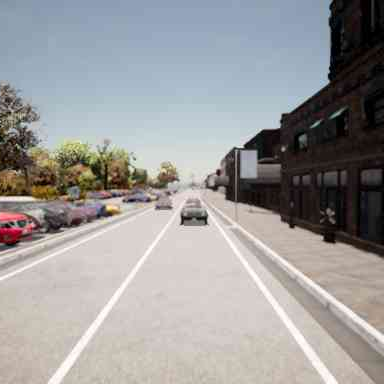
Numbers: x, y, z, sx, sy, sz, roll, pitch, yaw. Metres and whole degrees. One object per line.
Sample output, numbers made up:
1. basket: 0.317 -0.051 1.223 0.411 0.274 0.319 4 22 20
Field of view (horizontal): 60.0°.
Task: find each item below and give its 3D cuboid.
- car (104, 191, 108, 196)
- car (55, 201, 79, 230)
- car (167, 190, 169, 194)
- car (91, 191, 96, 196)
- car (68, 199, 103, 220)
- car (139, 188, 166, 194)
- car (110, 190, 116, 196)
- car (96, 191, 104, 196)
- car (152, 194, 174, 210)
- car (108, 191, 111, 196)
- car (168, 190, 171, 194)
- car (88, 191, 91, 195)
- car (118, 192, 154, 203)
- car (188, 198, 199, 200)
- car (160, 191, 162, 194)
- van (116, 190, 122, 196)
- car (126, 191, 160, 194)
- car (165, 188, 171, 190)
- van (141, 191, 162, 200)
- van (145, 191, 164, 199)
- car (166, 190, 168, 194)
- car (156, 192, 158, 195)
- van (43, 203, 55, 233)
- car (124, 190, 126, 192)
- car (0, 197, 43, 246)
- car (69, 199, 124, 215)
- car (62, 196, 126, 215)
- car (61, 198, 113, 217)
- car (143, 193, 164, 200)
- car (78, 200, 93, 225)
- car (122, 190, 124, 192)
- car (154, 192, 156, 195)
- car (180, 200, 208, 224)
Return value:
1. car: -21.686 1.048 72.643 4.792 1.488 2.163 0 0 0
2. car: -9.292 1.454 18.643 4.892 1.521 2.231 0 0 0
3. car: -9.017 0.904 86.855 4.674 1.452 2.002 0 1 0
4. car: -21.783 1.067 64.173 5.008 1.535 2.097 0 0 0
5. car: -9.270 1.471 24.210 4.674 1.452 2.002 0 0 0
6. car: -9.109 0.767 72.705 5.566 2.045 2.435 0 0 0
7. car: -21.639 0.735 78.288 5.566 2.045 2.435 0 0 0
8. car: -21.745 1.035 69.944 4.892 1.521 2.231 0 0 0
9. car: -3.256 1.353 39.342 1.812 1.442 4.674 0 0 0
10. car: -21.662 1.032 75.467 4.792 1.488 2.163 0 0 0
11. car: -8.990 0.798 89.679 5.008 1.535 2.097 0 1 0
12. car: -21.779 0.957 61.472 4.553 1.767 2.185 0 0 0
13. car: -9.308 1.145 55.752 4.792 1.488 2.163 0 0 0
14. car: 0.191 1.382 41.047 1.994 1.385 4.181 0 0 0
15. car: -9.179 1.050 67.056 5.008 1.535 2.097 0 0 0
16. van: -21.473 0.639 86.898 4.442 1.987 1.878 0 1 1
17. car: -9.393 1.063 64.231 5.366 1.575 1.946 0 0 0
18. car: -9.004 0.606 92.502 4.553 1.767 2.185 0 1 0
19. van: -9.230 0.776 75.531 4.442 1.987 1.878 0 0 0
20. van: -9.184 0.741 81.062 4.442 1.987 1.878 0 1 0
21. car: -9.046 0.965 84.022 4.674 1.452 2.002 0 1 0
22. car: -9.234 1.123 61.404 4.674 1.452 2.002 0 0 0
23. van: -9.199 1.238 15.735 4.442 1.987 1.878 0 0 0
24. car: -21.513 0.610 92.424 4.553 1.767 2.185 0 1 0
25. car: -9.302 1.222 13.076 5.566 2.045 2.435 0 0 0
26. car: -9.236 1.440 32.418 4.674 1.452 2.002 -1 0 1
27. car: -9.050 1.407 29.775 5.366 1.575 1.946 0 0 0
28. car: -9.280 1.450 26.993 4.792 1.488 2.163 0 0 0
29. car: -9.093 1.026 78.357 4.674 1.452 2.002 0 0 0
30. car: -9.254 1.471 21.427 4.792 1.488 2.163 0 0 0
31. car: -21.599 0.828 89.731 4.792 1.488 2.163 0 1 0
32. car: -9.258 1.139 58.579 4.674 1.452 2.002 0 0 0
33. car: 0.153 1.500 24.052 1.895 1.301 4.718 0 0 0
